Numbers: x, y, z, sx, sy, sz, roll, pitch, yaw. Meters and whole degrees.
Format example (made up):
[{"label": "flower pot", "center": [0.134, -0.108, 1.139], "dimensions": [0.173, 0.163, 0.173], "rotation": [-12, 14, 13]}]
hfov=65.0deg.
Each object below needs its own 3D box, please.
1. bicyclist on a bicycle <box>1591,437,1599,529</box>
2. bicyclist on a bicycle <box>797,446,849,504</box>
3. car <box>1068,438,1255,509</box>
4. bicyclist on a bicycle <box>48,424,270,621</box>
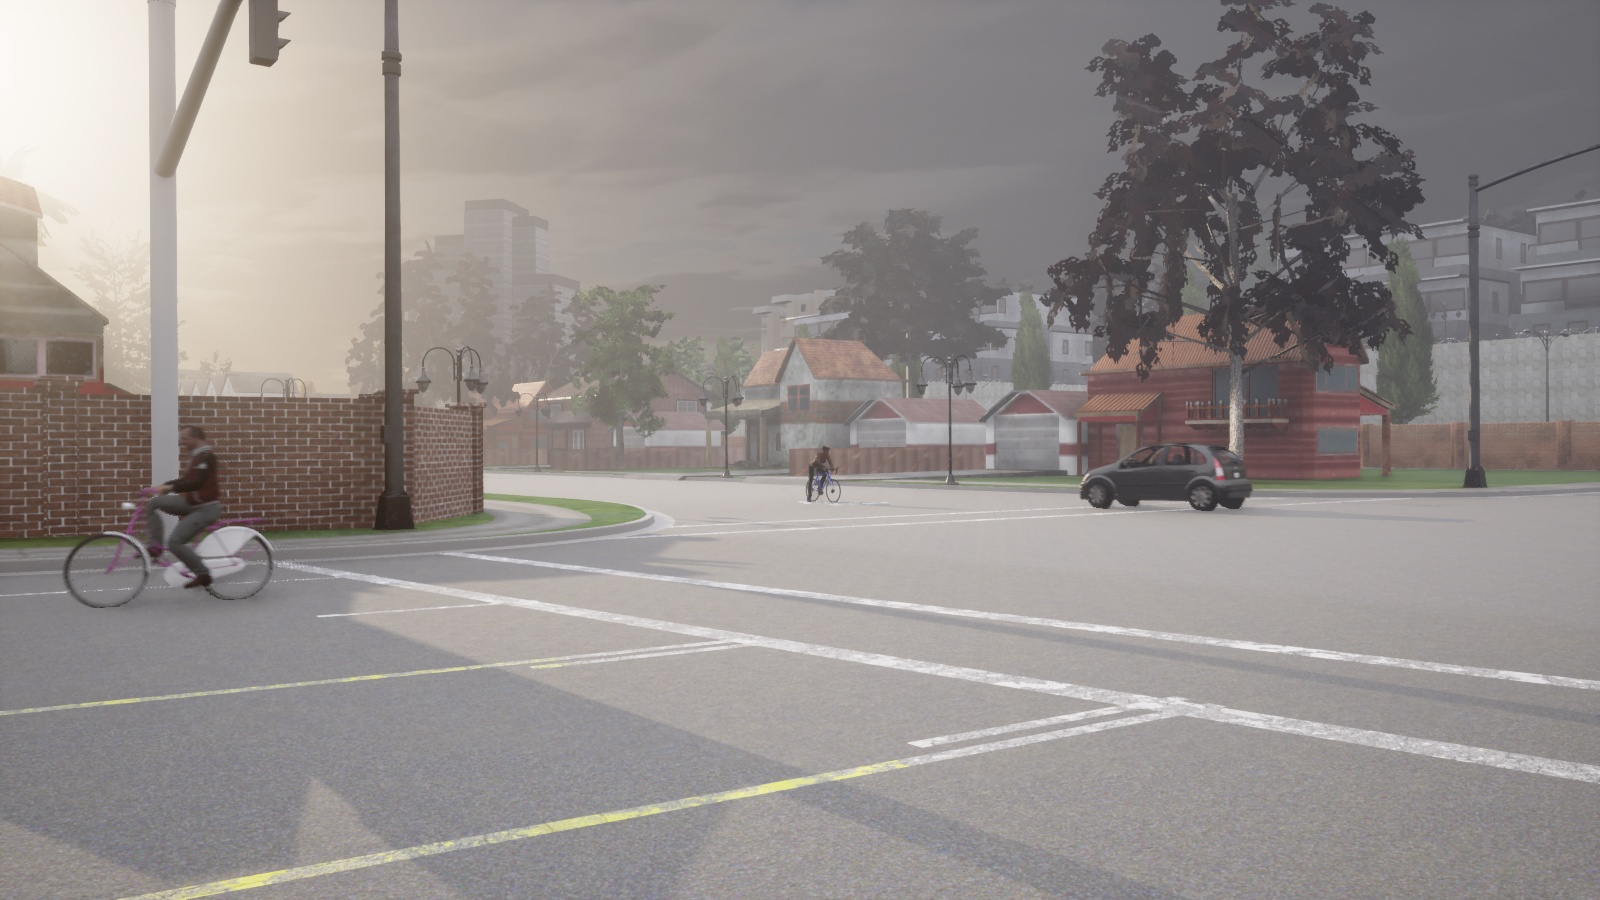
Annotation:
[{"label": "bicyclist on a bicycle", "center": [14.939, 0.577, 22.590], "dimensions": [1.656, 1.620, 0.582], "rotation": [-1, 0, -35]}, {"label": "bicyclist on a bicycle", "center": [0.651, 0.691, 35.776], "dimensions": [0.582, 1.620, 1.656], "rotation": [-1, 1, -36]}, {"label": "car", "center": [8.812, 0.560, 30.770], "dimensions": [3.988, 1.617, 1.851], "rotation": [-1, 0, 43]}, {"label": "bicyclist on a bicycle", "center": [-6.180, 0.658, 12.152], "dimensions": [1.843, 1.776, 0.659], "rotation": [0, 0, -35]}]
